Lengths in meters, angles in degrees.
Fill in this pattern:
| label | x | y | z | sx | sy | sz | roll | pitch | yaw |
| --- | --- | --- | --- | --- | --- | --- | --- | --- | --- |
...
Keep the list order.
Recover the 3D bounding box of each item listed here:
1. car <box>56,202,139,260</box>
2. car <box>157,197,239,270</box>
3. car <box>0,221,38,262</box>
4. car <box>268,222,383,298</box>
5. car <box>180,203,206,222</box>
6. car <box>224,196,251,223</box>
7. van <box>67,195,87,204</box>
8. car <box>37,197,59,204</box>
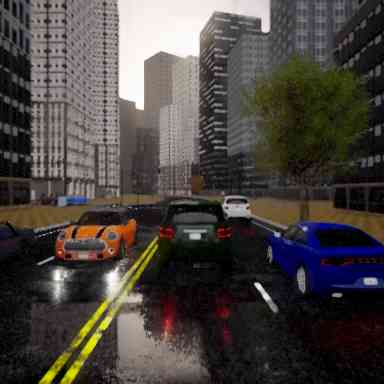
| label | x | y | z | sx | sy | sz | roll | pitch | yaw |
| --- | --- | --- | --- | --- | --- | --- | --- | --- | --- |
| car | -3.359 | 1.419 | 12.585 | 2.097 | 1.767 | 4.553 | 0 | 0 | 0 |
| car | 0.088 | 1.282 | 11.436 | 2.150 | 2.045 | 5.566 | 0 | 0 | 0 |
| car | -6.607 | 1.602 | 9.970 | 2.033 | 1.411 | 5.357 | 0 | 0 | 0 |
| car | 3.337 | 1.525 | 8.682 | 1.882 | 1.535 | 5.008 | 0 | 0 | 0 |
| car | 0.078 | 1.706 | 28.327 | 1.994 | 1.385 | 4.181 | 0 | 0 | 0 |
| car | 3.330 | 1.357 | 26.993 | 2.150 | 2.045 | 5.566 | 0 | 0 | 0 |
| van | -22.695 | 1.499 | 65.570 | 3.998 | 1.788 | 1.690 | 0 | 0 | 1 |
| car | -28.234 | 1.678 | 65.613 | 4.507 | 1.381 | 1.887 | 0 | 0 | 1 |
